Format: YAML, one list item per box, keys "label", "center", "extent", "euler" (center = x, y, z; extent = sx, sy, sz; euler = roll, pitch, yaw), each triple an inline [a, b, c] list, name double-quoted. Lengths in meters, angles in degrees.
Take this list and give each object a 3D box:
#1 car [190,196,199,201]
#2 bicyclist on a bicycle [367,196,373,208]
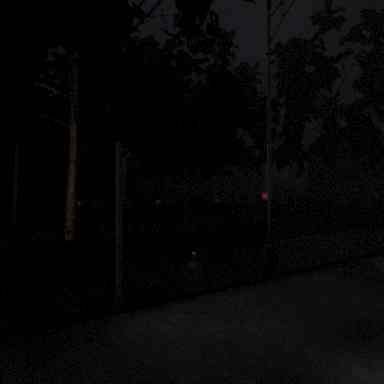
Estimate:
- label: "car"
  center: [0.210, 1.492, 63.456]
  extent: [2.128, 1.511, 4.902]
  euler: [0, 0, -36]
- label: "bicyclist on a bicycle"
  center: [23.935, 1.347, 44.517]
  extent: [1.656, 1.620, 0.582]
  euler: [0, 0, -36]
